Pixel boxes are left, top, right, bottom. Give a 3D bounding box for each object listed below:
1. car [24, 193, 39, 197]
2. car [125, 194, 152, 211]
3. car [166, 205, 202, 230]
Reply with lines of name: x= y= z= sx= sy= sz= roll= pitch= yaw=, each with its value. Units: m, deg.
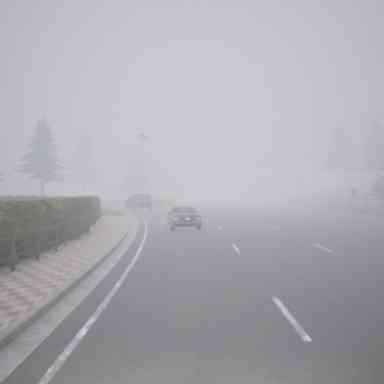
car: x=-38.395 y=1.208 z=79.344 sx=5.566 sy=2.045 sz=2.150 roll=0 pitch=0 yaw=40
car: x=-6.599 y=1.215 z=41.103 sx=2.150 sy=2.045 sz=5.566 roll=0 pitch=0 yaw=-25
car: x=-0.584 y=1.544 z=20.978 sx=2.033 sy=1.411 sz=5.357 roll=0 pitch=0 yaw=-8
